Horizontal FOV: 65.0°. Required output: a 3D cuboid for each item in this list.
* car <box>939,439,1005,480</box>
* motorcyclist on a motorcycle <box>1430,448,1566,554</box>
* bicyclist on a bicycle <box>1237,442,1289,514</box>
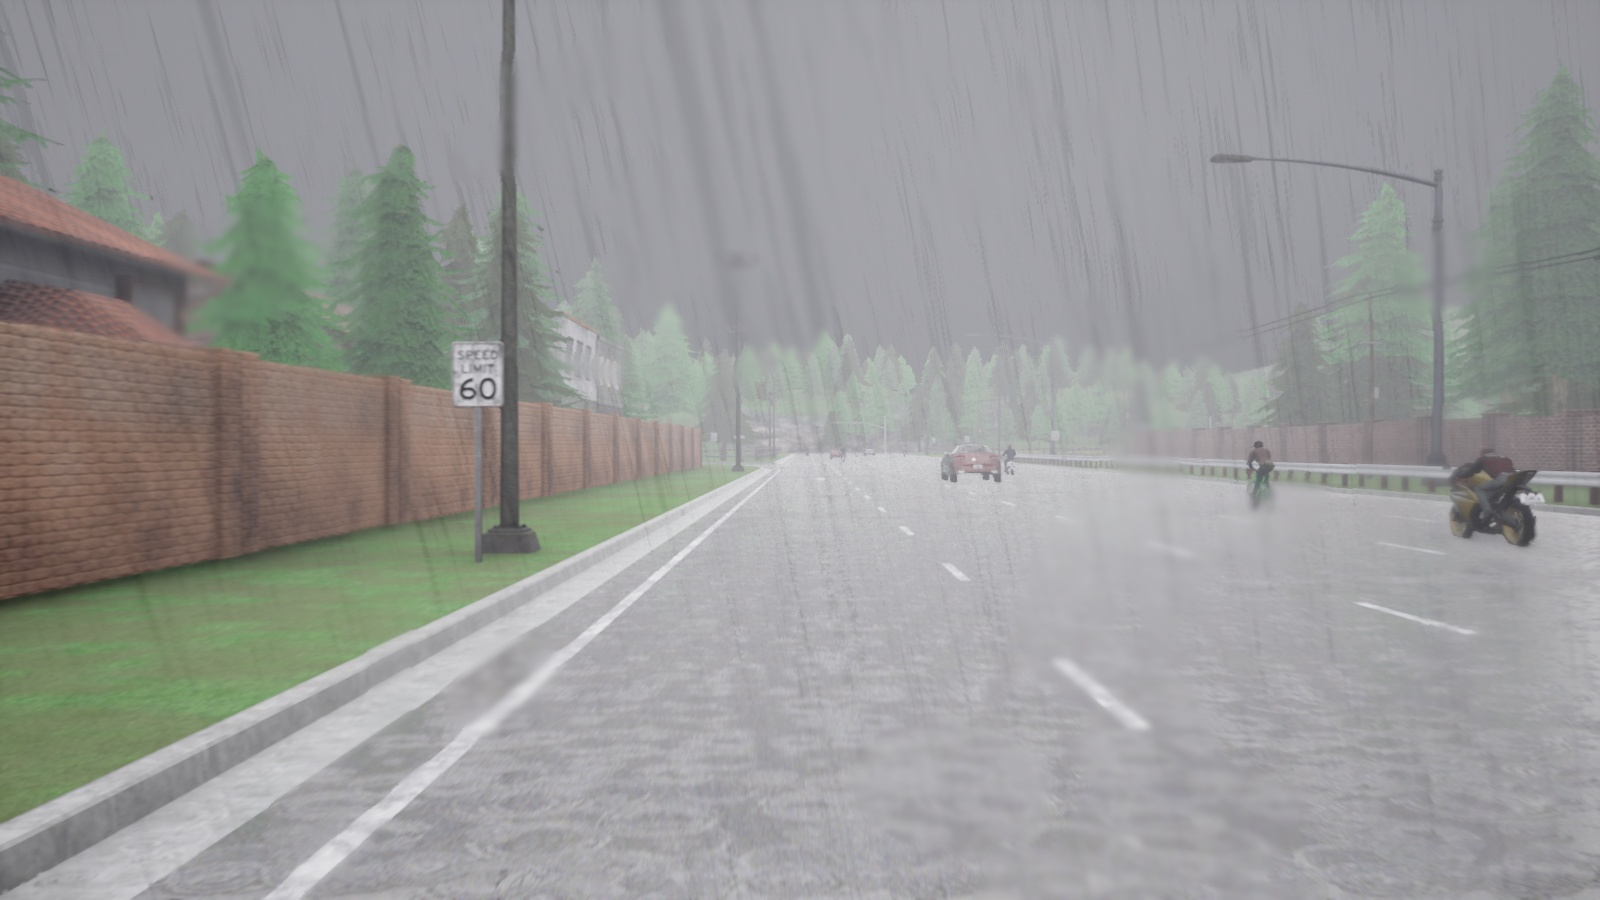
[{"bbox_3d":[7.326,0.385,53.941,2.152,1.651,5.027,0,0,0],"label":"car"},{"bbox_3d":[10.643,0.739,19.252,0.866,1.530,2.191,0,0,0],"label":"motorcyclist on a motorcycle"},{"bbox_3d":[10.682,0.630,29.023,0.582,1.620,1.656,0,0,0],"label":"bicyclist on a bicycle"}]
